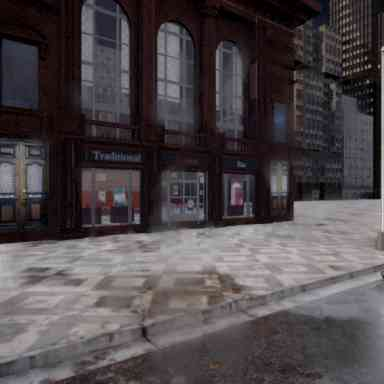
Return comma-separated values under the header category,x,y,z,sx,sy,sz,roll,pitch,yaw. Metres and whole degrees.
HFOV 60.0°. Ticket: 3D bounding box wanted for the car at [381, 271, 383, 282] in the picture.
category,x,y,z,sx,sy,sz,roll,pitch,yaw
car,6.851,1.548,8.272,5.357,1.411,2.033,0,0,-36
